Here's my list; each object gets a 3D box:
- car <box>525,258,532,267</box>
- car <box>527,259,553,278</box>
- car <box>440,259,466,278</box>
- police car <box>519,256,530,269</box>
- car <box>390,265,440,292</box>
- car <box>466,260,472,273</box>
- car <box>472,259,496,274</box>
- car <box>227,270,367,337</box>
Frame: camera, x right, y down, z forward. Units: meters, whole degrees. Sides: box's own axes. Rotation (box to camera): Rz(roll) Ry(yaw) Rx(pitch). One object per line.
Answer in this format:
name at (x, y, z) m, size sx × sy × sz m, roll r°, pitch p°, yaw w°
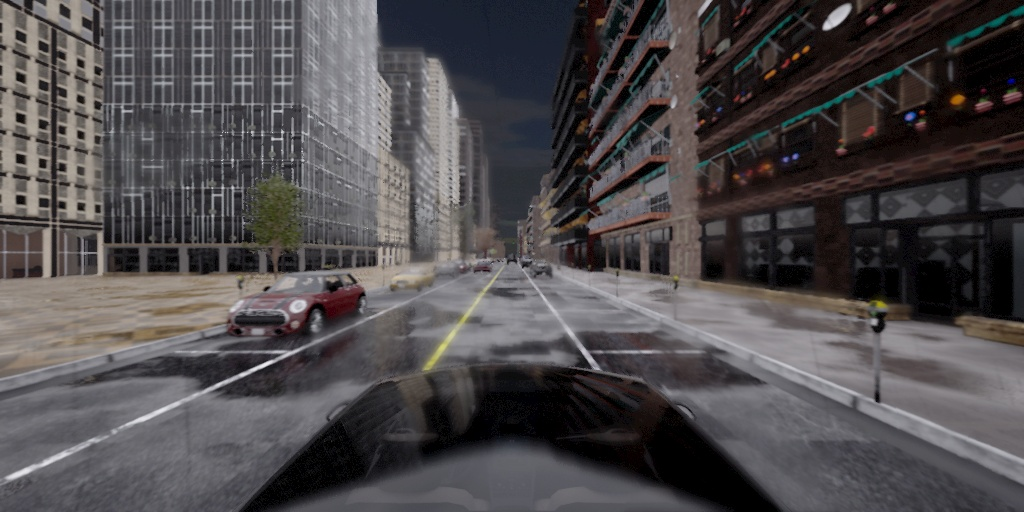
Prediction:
car at (2.689, 1.209, 37.683) m, size 2.007 × 1.370 × 4.403 m, roll 0°, pitch 0°, yaw 0°
car at (2.689, 1.222, 32.150) m, size 2.007 × 1.370 × 4.403 m, roll 0°, pitch 0°, yaw 0°
car at (-5.692, 1.222, 32.151) m, size 2.007 × 1.370 × 4.403 m, roll 0°, pitch 0°, yaw 0°
police car at (2.366, 1.050, 53.058) m, size 1.930 × 1.638 × 5.238 m, roll 0°, pitch 0°, yaw 0°
car at (-5.692, 1.223, 20.916) m, size 1.751 × 1.417 × 4.829 m, roll 0°, pitch 0°, yaw 0°
car at (-5.692, 1.098, 37.684) m, size 1.967 × 1.591 × 4.097 m, roll 0°, pitch 0°, yaw 0°
car at (-3.092, 1.256, 38.781) m, size 1.895 × 1.301 × 4.718 m, roll 0°, pitch 0°, yaw 0°
car at (-5.693, 1.166, 10.020) m, size 1.967 × 1.591 × 4.097 m, roll 0°, pitch 0°, yaw 0°
